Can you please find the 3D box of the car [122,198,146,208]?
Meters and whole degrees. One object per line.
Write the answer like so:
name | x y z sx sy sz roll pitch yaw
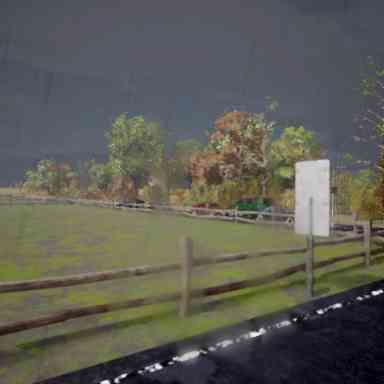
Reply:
car | -9.530 1.760 54.420 1.882 1.535 5.008 1 0 -34

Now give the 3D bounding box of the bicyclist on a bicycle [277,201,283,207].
bicyclist on a bicycle | 8.769 1.754 33.361 1.656 1.620 0.582 0 0 -35

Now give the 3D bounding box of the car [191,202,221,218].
car | 1.714 1.768 33.059 1.812 1.442 4.674 1 -1 -35

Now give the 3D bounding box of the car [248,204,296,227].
car | 6.897 1.830 25.574 1.895 1.301 4.718 1 -1 -35

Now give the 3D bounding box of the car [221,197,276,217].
car | 5.745 1.493 32.428 2.150 2.045 5.566 1 -1 -35

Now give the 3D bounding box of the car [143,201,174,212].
car | -3.981 1.814 41.303 1.994 1.385 4.181 1 0 -35

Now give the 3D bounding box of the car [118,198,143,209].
car | -9.388 1.814 49.172 1.994 1.385 4.181 1 0 -34
